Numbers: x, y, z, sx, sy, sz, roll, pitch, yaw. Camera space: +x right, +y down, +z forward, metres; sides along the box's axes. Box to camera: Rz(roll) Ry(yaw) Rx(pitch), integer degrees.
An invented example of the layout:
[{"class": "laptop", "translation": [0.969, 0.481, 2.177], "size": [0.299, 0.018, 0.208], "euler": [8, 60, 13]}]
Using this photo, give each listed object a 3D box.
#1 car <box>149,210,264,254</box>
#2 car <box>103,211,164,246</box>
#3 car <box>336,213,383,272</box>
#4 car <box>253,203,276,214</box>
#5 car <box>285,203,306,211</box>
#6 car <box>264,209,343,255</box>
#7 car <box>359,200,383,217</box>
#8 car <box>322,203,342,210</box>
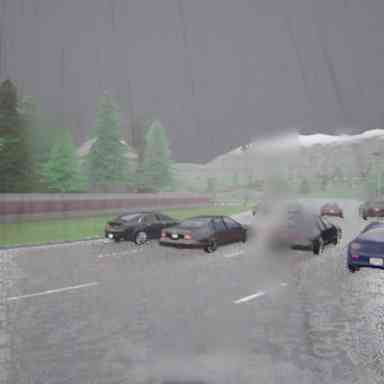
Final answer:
[{"class": "car", "translation": [0.882, 1.705, 14.439], "size": [2.033, 1.411, 5.357], "euler": [-1, -1, 38]}, {"class": "car", "translation": [-2.064, 1.713, 16.671], "size": [1.837, 1.490, 4.892], "euler": [1, 0, 40]}, {"class": "car", "translation": [6.173, 1.589, 10.092], "size": [1.812, 1.442, 4.674], "euler": [-1, -1, 42]}, {"class": "car", "translation": [8.085, 1.895, 37.205], "size": [2.033, 1.411, 5.357], "euler": [-1, -1, 22]}, {"class": "car", "translation": [11.029, 1.864, 35.263], "size": [1.994, 1.385, 4.181], "euler": [-1, -1, 22]}, {"class": "car", "translation": [4.796, 1.665, 13.908], "size": [2.033, 1.411, 5.357], "euler": [-1, -1, 35]}, {"class": "car", "translation": [16.523, 1.548, 30.233], "size": [2.097, 1.767, 4.553], "euler": [-1, -1, 23]}, {"class": "car", "translation": [14.192, 1.819, 33.753], "size": [1.994, 1.385, 4.181], "euler": [-1, -1, 22]}]
